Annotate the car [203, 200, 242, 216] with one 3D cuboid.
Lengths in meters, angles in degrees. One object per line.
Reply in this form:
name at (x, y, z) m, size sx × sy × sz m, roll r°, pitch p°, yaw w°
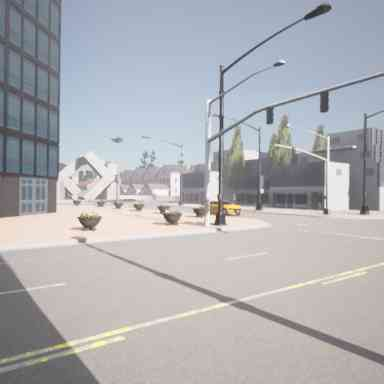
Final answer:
car at (2.956, 1.552, 33.648) m, size 1.882 × 1.535 × 5.008 m, roll 1°, pitch -1°, yaw -35°
